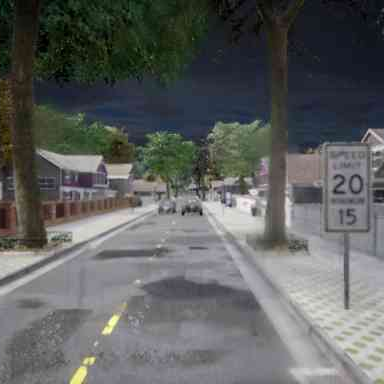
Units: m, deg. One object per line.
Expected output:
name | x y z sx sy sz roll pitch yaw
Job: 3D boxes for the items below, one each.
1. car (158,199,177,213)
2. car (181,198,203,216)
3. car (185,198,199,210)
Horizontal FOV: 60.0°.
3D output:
car | -2.744 1.568 37.483 2.128 1.511 4.902 0 0 0
car | 0.007 1.420 33.825 2.097 1.767 4.553 0 0 0
car | 0.039 1.621 46.798 1.812 1.442 4.674 0 0 1
